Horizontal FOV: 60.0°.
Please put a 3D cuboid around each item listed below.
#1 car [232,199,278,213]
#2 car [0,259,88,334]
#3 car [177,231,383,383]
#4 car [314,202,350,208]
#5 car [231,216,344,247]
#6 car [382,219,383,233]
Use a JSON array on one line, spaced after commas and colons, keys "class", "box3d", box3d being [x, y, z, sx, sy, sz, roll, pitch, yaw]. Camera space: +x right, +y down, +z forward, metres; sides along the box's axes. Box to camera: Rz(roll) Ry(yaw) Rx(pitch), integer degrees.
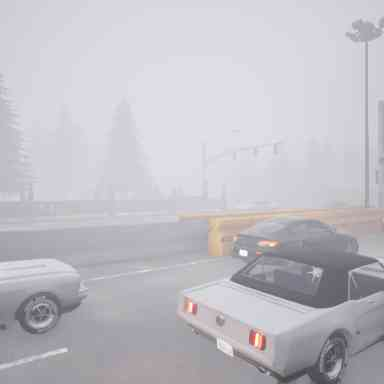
[{"class": "car", "box3d": [5.611, 1.382, 29.261, 4.674, 1.442, 1.812, 0, 0, -35]}, {"class": "car", "box3d": [-4.140, 1.601, 5.092, 4.718, 1.301, 1.895, 0, 0, -35]}, {"class": "car", "box3d": [2.212, 1.577, 5.310, 4.718, 1.301, 1.895, -1, 0, -35]}, {"class": "car", "box3d": [9.906, 1.423, 23.719, 4.674, 1.442, 1.812, -1, 0, -35]}, {"class": "car", "box3d": [3.276, 1.474, 10.352, 4.674, 1.442, 1.812, -1, 0, -35]}, {"class": "car", "box3d": [10.661, 1.408, 15.598, 4.674, 1.442, 1.812, -1, 0, -36]}]
